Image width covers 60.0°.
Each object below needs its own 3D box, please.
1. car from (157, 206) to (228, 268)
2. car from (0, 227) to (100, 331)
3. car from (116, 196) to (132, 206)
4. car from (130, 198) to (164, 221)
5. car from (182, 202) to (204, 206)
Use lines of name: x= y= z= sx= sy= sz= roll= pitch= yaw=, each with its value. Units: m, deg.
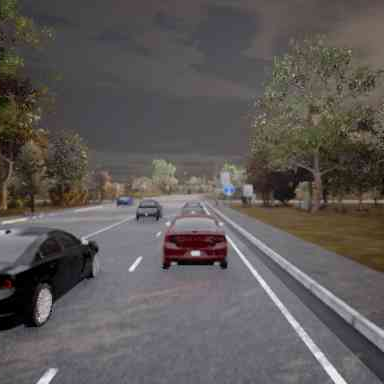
car: x=0.094 y=1.472 z=11.275 sx=1.882 sy=1.535 sz=5.008 roll=0 pitch=0 yaw=0
car: x=-3.405 y=1.474 z=6.992 sx=1.882 sy=1.535 sz=5.008 roll=0 pitch=0 yaw=0
car: x=-10.593 y=1.449 z=52.589 sx=1.882 sy=1.535 sz=5.008 roll=0 pitch=0 yaw=0
car: x=-3.414 y=1.477 z=27.331 sx=2.128 sy=1.511 sz=4.902 roll=0 pitch=0 yaw=0
car: x=0.087 y=1.549 z=27.894 sx=1.994 sy=1.385 sz=4.181 roll=0 pitch=0 yaw=0
